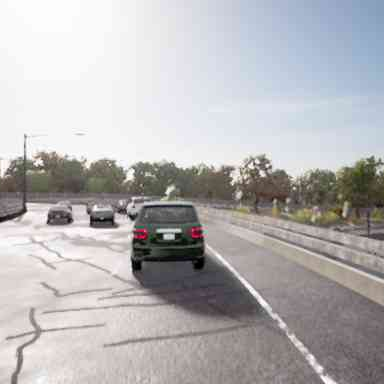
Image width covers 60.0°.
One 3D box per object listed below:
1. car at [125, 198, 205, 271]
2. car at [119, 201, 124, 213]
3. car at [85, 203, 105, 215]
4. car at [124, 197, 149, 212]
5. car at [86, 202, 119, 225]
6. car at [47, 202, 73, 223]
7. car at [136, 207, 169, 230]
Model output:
[{"bbox_3d":[-0.872,1.331,11.518,2.150,2.045,5.566,0,-1,-6],"label":"car"},{"bbox_3d":[-8.743,1.914,42.367,2.128,1.511,4.902,0,-1,-22],"label":"car"},{"bbox_3d":[-12.028,2.016,41.142,1.895,1.301,4.718,0,-1,-22],"label":"car"},{"bbox_3d":[-4.964,1.531,31.726,2.150,2.045,5.566,0,-1,-15],"label":"car"},{"bbox_3d":[-7.181,1.762,26.781,2.128,1.511,4.902,0,0,-14],"label":"car"},{"bbox_3d":[-11.417,1.822,28.922,1.812,1.442,4.674,0,-1,-16],"label":"car"},{"bbox_3d":[-2.957,1.836,23.837,1.895,1.301,4.718,0,-1,-13],"label":"car"}]
